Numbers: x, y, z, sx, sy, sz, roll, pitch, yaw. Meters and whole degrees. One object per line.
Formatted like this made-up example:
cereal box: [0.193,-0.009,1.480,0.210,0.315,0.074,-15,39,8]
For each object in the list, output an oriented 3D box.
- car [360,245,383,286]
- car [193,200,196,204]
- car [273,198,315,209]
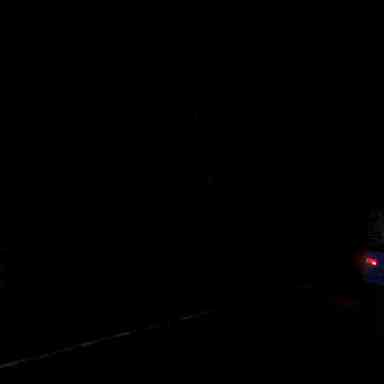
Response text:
car: [6.234,1.532,8.056,5.357,1.411,2.033,0,0,-35]
car: [-1.122,1.447,60.973,1.994,1.385,4.181,0,0,-37]
car: [12.979,1.426,42.609,2.033,1.411,5.357,0,0,-38]
